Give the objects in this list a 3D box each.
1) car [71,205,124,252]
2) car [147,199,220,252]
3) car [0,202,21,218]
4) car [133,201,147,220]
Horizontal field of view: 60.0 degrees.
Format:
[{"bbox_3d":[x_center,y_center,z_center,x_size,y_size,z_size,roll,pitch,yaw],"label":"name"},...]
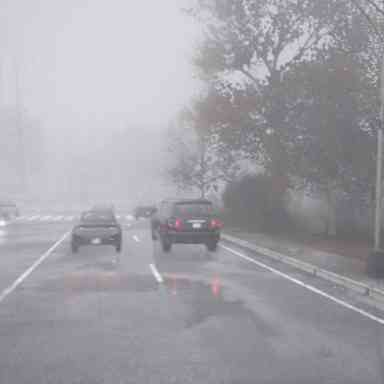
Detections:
[{"bbox_3d":[-3.936,1.533,14.036,2.128,1.511,4.902,1,0,-14],"label":"car"},{"bbox_3d":[-0.473,1.310,14.618,2.150,2.045,5.566,1,0,-14],"label":"car"},{"bbox_3d":[-16.241,1.503,28.445,1.895,1.301,4.718,1,0,-14],"label":"car"},{"bbox_3d":[-4.160,1.575,29.627,1.882,1.535,5.008,1,0,-13],"label":"car"}]
